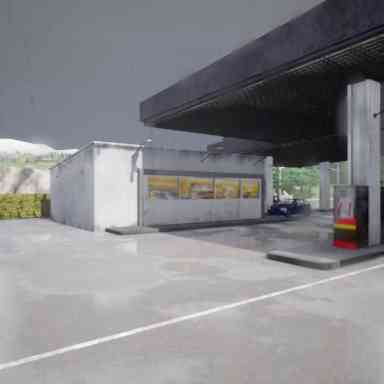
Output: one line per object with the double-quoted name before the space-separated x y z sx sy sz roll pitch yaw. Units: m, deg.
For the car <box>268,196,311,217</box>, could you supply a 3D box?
"car" 9.306 1.480 31.650 4.611 1.667 2.242 0 0 -36
